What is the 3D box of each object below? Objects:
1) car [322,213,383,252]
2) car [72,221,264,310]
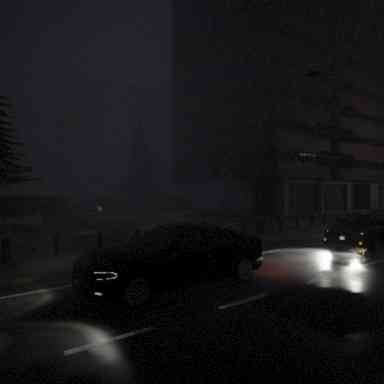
[{"bbox_3d":[7.468,1.624,14.328,4.181,1.385,1.994,0,0,-38],"label":"car"},{"bbox_3d":[-0.353,1.539,8.217,5.008,1.535,1.882,0,0,-38],"label":"car"}]
